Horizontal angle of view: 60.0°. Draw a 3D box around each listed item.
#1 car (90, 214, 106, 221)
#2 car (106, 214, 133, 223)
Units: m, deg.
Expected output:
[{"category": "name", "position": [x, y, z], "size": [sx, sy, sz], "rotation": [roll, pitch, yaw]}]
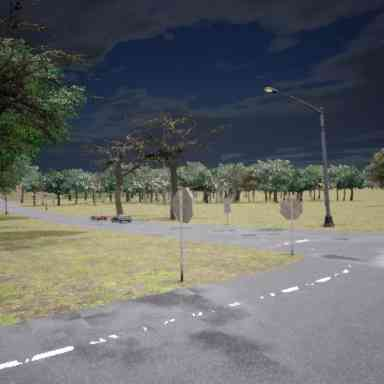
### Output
[{"category": "car", "position": [-17.064, 4.603, 60.741], "size": [1.895, 1.301, 4.718], "rotation": [-1, -1, -34]}, {"category": "car", "position": [-11.132, 4.110, 52.097], "size": [2.033, 1.411, 5.357], "rotation": [-1, -2, -34]}]
